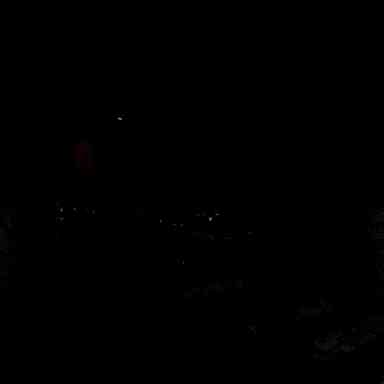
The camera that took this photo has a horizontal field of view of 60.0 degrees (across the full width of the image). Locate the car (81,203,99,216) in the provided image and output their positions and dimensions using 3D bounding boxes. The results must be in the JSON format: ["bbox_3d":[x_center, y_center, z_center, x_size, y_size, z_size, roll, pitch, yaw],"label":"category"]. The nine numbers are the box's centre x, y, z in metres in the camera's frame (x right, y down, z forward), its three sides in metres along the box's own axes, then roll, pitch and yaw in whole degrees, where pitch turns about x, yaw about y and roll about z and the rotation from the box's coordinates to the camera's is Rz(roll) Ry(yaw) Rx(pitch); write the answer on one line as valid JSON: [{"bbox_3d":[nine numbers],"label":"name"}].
[{"bbox_3d":[-13.934,2.306,44.309,1.837,1.490,4.892,0,-2,-36],"label":"car"}]

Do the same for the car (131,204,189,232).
[{"bbox_3d":[-2.524,1.857,23.040,1.837,1.490,4.892,0,-1,-36],"label":"car"}]

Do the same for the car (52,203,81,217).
[{"bbox_3d":[-16.042,2.141,41.675,2.097,1.767,4.553,0,-1,-36],"label":"car"}]

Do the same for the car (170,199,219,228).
[{"bbox_3d":[-0.326,1.580,25.542,2.150,2.045,5.566,0,-1,-36],"label":"car"}]
